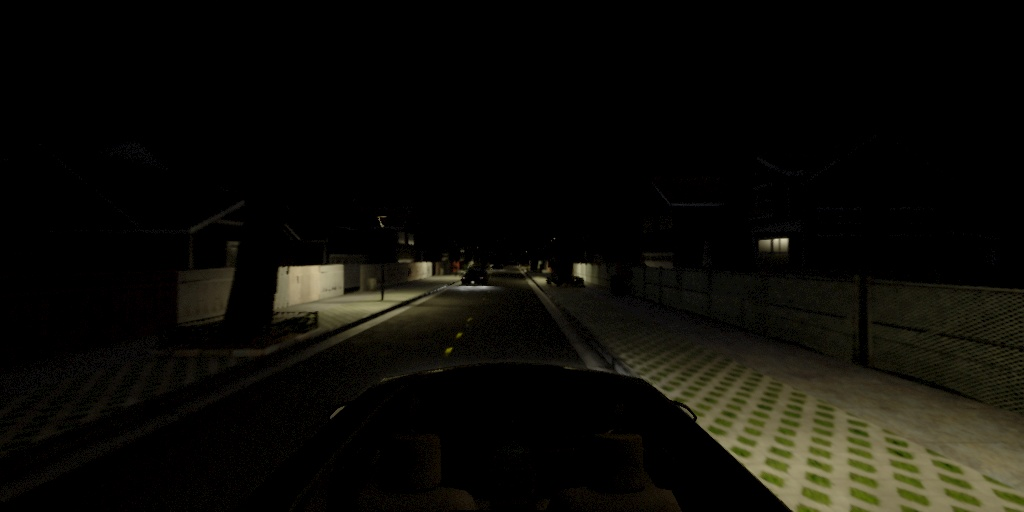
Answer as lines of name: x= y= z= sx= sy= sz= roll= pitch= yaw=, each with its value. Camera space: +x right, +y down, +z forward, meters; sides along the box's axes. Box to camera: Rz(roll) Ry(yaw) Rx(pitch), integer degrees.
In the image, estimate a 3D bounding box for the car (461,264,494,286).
car: x=-2.841 y=1.540 z=28.638 sx=2.033 sy=1.411 sz=5.357 roll=0 pitch=-1 yaw=0
